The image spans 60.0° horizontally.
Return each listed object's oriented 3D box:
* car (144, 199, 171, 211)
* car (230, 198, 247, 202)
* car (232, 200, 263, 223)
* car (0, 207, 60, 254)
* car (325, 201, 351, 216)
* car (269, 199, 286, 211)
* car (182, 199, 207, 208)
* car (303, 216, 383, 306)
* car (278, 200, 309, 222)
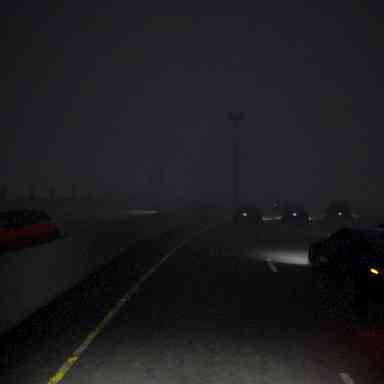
[{"bbox_3d":[-4.317,1.633,42.844,1.812,1.442,4.674,0,0,25],"label":"car"},{"bbox_3d":[6.914,1.644,49.267,1.837,1.490,4.892,-1,0,31],"label":"car"},{"bbox_3d":[4.384,1.606,25.903,1.994,1.385,4.181,0,0,17],"label":"car"},{"bbox_3d":[-6.212,1.350,10.722,2.097,1.767,4.553,0,0,7],"label":"car"},{"bbox_3d":[13.071,1.555,29.736,1.837,1.490,4.892,0,0,21],"label":"car"},{"bbox_3d":[11.114,1.602,42.063,2.163,1.488,4.792,0,0,28],"label":"car"},{"bbox_3d":[0.401,1.681,44.599,1.994,1.385,4.181,0,0,27],"label":"car"},{"bbox_3d":[4.181,1.540,7.868,1.812,1.442,4.674,0,0,5],"label":"car"},{"bbox_3d":[8.108,1.606,26.209,1.994,1.385,4.181,0,0,17],"label":"car"}]
